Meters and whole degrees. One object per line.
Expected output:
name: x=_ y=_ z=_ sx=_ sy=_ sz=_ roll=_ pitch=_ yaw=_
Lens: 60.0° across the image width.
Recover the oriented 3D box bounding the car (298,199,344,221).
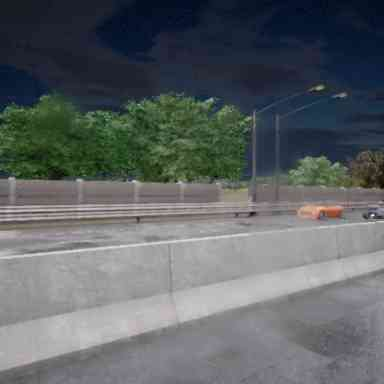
car: x=11.377 y=1.514 z=29.302 sx=4.553 sy=1.767 sz=2.097 roll=0 pitch=0 yaw=-35

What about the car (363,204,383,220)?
car: x=16.565 y=1.755 z=28.701 sx=4.181 sy=1.385 sz=1.994 roll=1 pitch=0 yaw=-35
